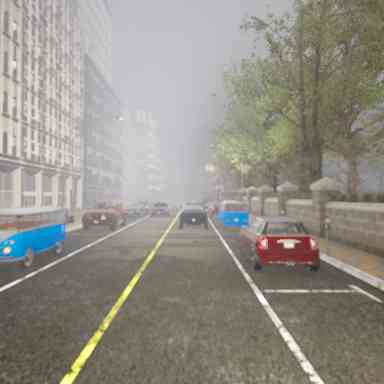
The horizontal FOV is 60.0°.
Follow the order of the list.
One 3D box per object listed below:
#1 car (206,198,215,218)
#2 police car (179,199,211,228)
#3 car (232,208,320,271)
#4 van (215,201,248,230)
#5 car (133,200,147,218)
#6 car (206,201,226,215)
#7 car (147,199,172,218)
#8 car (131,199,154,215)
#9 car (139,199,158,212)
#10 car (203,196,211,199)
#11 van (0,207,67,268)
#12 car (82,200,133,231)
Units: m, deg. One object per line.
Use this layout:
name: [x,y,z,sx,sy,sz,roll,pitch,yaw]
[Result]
car: [2.705,1.660,33.108,1.967,1.590,4.097,1,0,0]
police car: [0.103,1.585,23.641,1.930,1.638,5.238,0,0,0]
car: [2.700,1.519,11.194,1.967,1.590,4.097,1,0,0]
van: [2.704,1.492,22.152,1.690,1.788,3.998,1,0,0]
car: [-5.677,1.771,33.139,2.008,1.369,4.403,1,0,0]
car: [2.705,1.819,38.587,1.947,1.339,4.313,1,0,0]
car: [-3.091,1.727,33.473,1.837,1.490,4.892,0,0,0]
car: [-5.675,1.693,38.615,1.967,1.590,4.097,1,0,0]
car: [-5.673,1.725,44.089,1.967,1.590,4.097,1,0,0]
car: [2.712,1.690,60.503,2.192,1.841,5.009,1,0,0]
van: [-5.679,1.420,11.244,1.690,1.788,3.998,1,0,0]
car: [-5.676,1.466,22.192,2.192,1.841,5.009,1,0,0]
